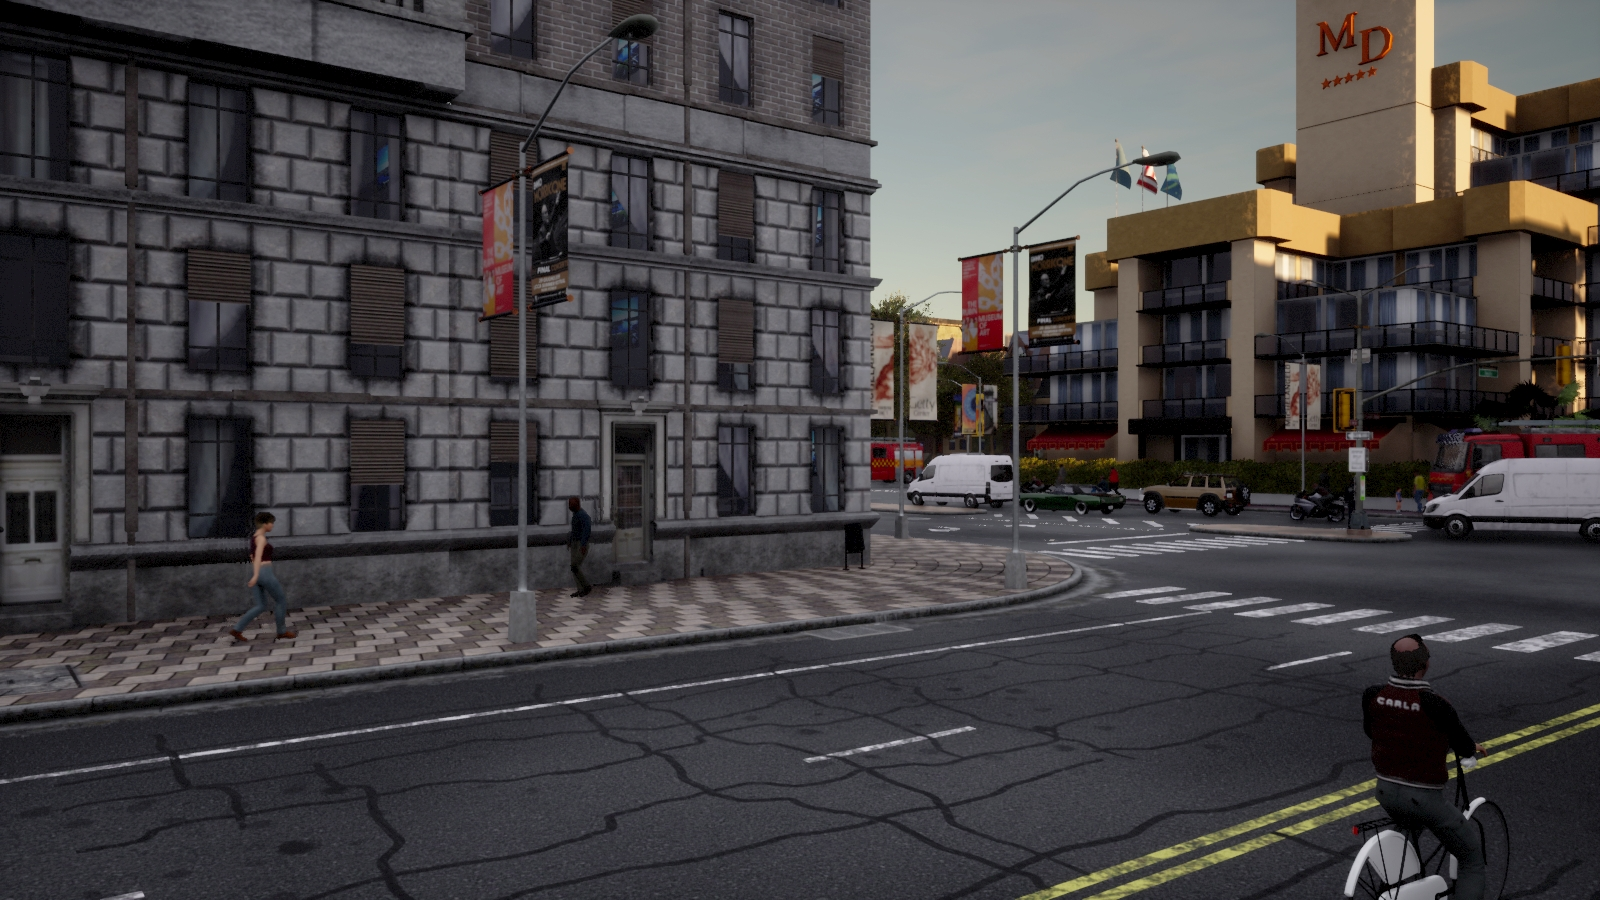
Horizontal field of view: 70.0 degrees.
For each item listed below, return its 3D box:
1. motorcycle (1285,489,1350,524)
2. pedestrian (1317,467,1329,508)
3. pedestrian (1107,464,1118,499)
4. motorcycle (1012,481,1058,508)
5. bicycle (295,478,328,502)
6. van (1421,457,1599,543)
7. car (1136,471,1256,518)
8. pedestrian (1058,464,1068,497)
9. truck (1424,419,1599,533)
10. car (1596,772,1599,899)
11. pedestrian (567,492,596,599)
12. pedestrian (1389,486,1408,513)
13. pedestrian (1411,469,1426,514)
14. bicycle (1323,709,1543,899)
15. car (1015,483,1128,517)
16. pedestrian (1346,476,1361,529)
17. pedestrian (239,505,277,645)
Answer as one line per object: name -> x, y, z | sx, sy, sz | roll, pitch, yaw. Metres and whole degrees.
motorcycle -> 20.381, 2.205, 45.032 | 0.867, 1.251, 2.209 | 0, 0, -40
pedestrian -> 23.955, 1.698, 52.296 | 0.375, 1.860, 0.375 | 0, 0, -37
pedestrian -> 16.823, 1.696, 61.510 | 0.375, 1.860, 0.375 | 0, 0, -40
motorcycle -> 11.640, 2.205, 56.539 | 0.867, 1.251, 2.209 | 0, 0, -37
bicycle -> -27.401, 2.268, 64.092 | 1.835, 1.171, 0.329 | 4, -5, 21
van -> 23.178, 1.534, 36.384 | 5.915, 2.561, 1.988 | 0, 0, 30
car -> 17.034, 1.864, 49.374 | 1.932, 1.855, 4.605 | 0, 0, -37
pedestrian -> 14.741, 1.696, 64.093 | 0.375, 1.860, 0.375 | 0, 0, -37
truck -> 26.851, 0.889, 39.802 | 8.468, 3.827, 2.891 | 0, 0, 10
car -> 4.999, 1.754, 3.274 | 6.274, 2.098, 2.390 | 0, 0, -34
pedestrian -> -3.910, 1.696, 20.430 | 0.375, 1.860, 0.375 | 0, 0, -36
pedestrian -> 25.043, 2.077, 47.771 | 0.500, 1.100, 0.500 | 0, 0, -23
pedestrian -> 25.394, 1.696, 46.924 | 0.375, 1.860, 0.375 | 0, 0, -21
bicycle -> 3.626, 2.210, 6.476 | 1.835, 1.171, 0.329 | 0, 0, -35
car -> 11.885, 2.155, 50.351 | 1.895, 1.301, 4.718 | 0, 0, -37
pedestrian -> 19.706, 1.848, 40.643 | 0.375, 1.860, 0.375 | 0, 0, -44
pedestrian -> -7.429, 1.696, 15.658 | 0.375, 1.860, 0.375 | 0, 0, -44
